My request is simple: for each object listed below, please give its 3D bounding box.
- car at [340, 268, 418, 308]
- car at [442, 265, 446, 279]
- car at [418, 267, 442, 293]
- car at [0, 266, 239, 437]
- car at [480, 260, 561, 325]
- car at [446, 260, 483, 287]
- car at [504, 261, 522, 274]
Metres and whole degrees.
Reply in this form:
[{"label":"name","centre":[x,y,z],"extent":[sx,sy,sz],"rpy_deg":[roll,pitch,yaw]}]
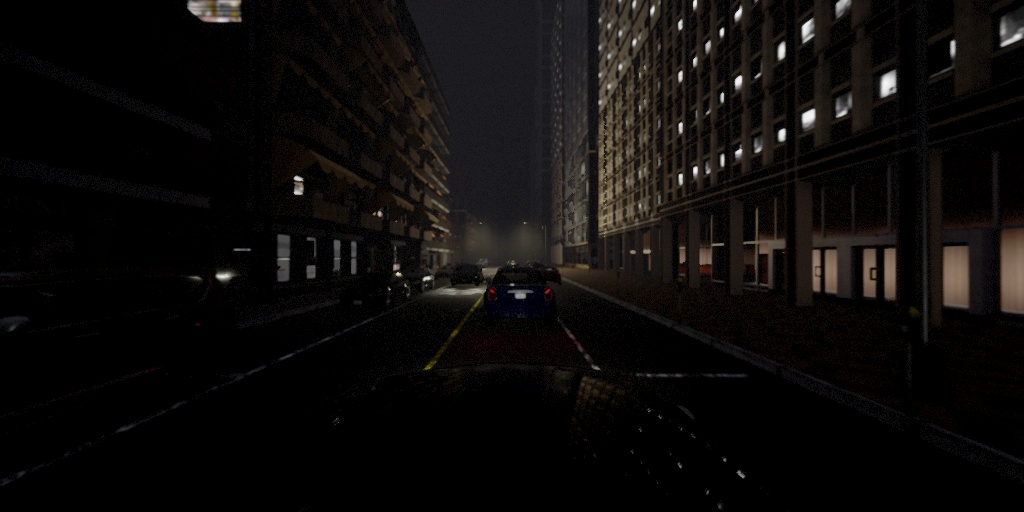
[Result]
[{"label":"car","centre":[-5.692,1.358,15.423],"extent":[1.948,1.339,4.313],"rpy_deg":[0,0,0]},{"label":"car","centre":[-5.695,1.374,32.198],"extent":[1.751,1.417,4.829],"rpy_deg":[0,0,0]},{"label":"car","centre":[-5.693,1.361,21.071],"extent":[2.007,1.370,4.403],"rpy_deg":[0,0,0]},{"label":"car","centre":[-5.691,1.072,4.126],"extent":[2.192,1.841,5.009],"rpy_deg":[0,0,0]},{"label":"car","centre":[0.164,1.134,12.092],"extent":[2.097,1.767,4.553],"rpy_deg":[0,0,-2]},{"label":"car","centre":[-3.099,1.303,25.502],"extent":[1.882,1.535,5.008],"rpy_deg":[0,0,0]},{"label":"car","centre":[0.095,1.387,44.823],"extent":[2.128,1.511,4.902],"rpy_deg":[0,0,0]}]
